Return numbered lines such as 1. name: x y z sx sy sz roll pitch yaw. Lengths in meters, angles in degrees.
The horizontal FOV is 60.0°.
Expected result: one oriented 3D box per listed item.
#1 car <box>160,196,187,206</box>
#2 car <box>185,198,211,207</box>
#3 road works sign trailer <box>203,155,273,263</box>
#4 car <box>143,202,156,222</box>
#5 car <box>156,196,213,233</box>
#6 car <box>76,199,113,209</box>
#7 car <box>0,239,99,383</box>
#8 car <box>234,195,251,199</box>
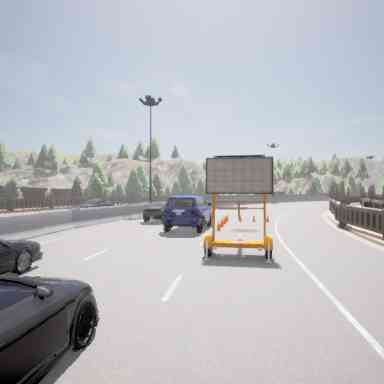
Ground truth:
1. car: -3.197 1.531 58.175 2.128 1.511 4.902 0 0 33
2. car: 0.999 1.611 51.733 1.895 1.301 4.718 0 0 31
3. road works sign trailer: 1.717 0.467 12.125 2.380 3.560 2.880 0 0 11
4. car: -2.227 1.505 25.888 1.837 1.490 4.892 0 0 15
5. car: -0.126 1.220 20.034 2.150 2.045 5.566 0 0 12
6. car: -10.352 1.524 35.540 1.837 1.490 4.892 0 0 20
7. car: -2.655 1.565 3.671 1.994 1.385 4.181 0 0 7
8. car: 10.769 1.367 70.732 2.097 1.767 4.553 0 0 41
